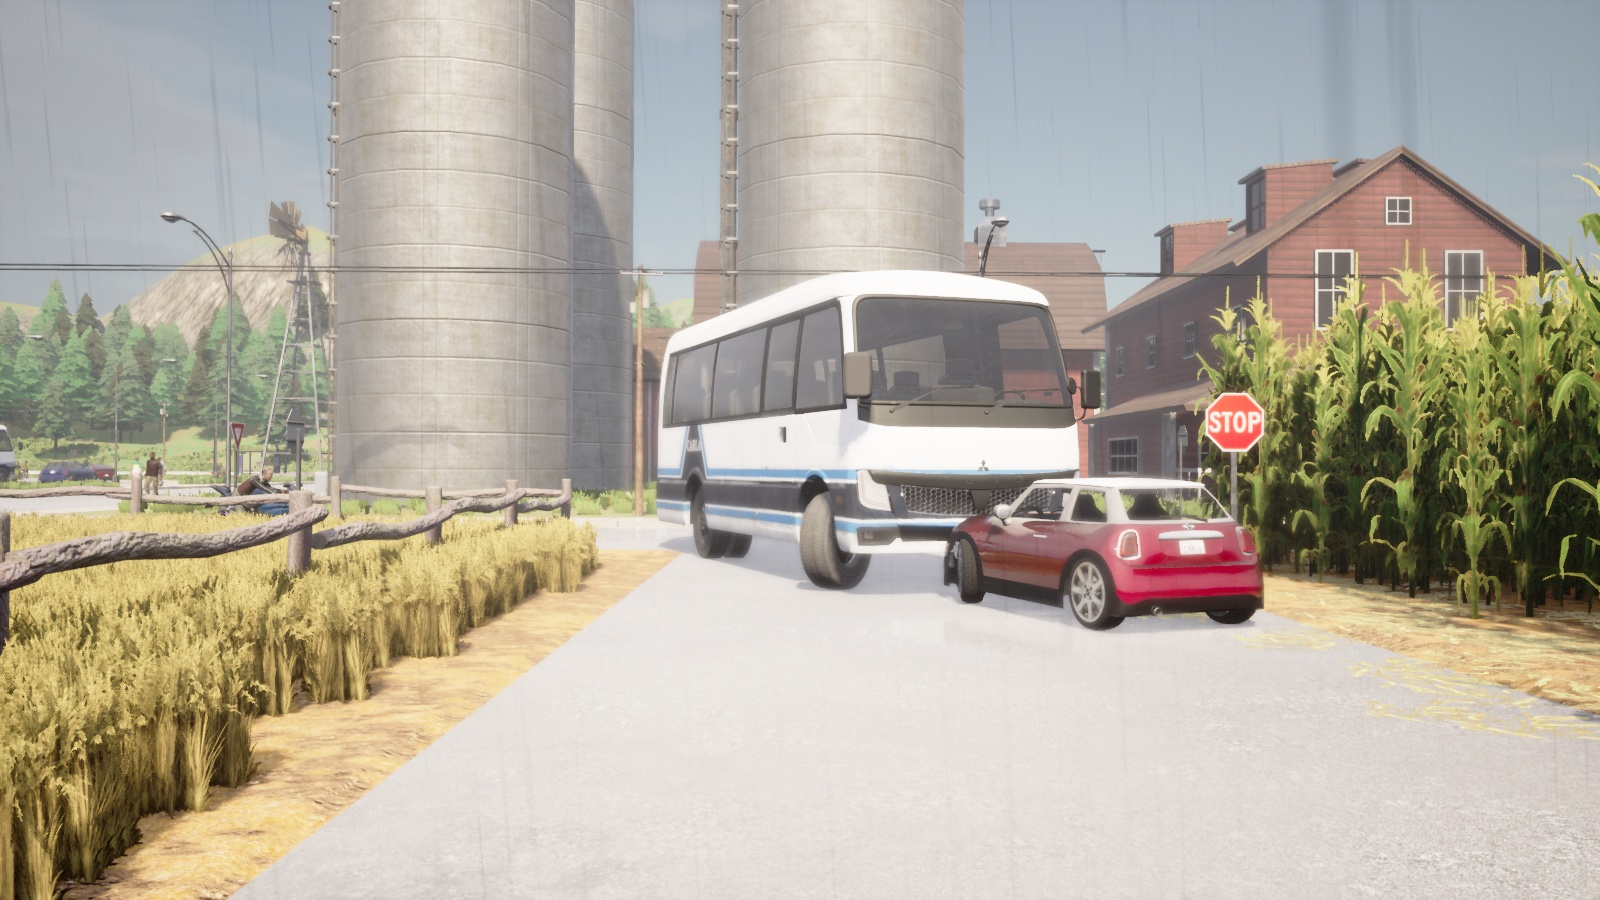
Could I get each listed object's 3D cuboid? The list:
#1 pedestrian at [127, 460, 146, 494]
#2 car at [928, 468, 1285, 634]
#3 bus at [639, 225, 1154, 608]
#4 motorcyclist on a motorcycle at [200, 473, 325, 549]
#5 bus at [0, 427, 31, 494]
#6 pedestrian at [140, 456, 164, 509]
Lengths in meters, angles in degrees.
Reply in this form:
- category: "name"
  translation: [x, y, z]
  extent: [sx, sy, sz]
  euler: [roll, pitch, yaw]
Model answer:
- category: "pedestrian"
  translation: [-39.258, 1.588, 74.322]
  extent: [0.659, 1.952, 0.873]
  euler: [0, -1, -2]
- category: "car"
  translation: [3.151, 0.966, 13.745]
  extent: [1.970, 1.475, 3.806]
  euler: [0, 0, -21]
- category: "bus"
  translation: [0.646, -0.301, 19.436]
  extent: [3.944, 4.253, 10.273]
  euler: [0, -1, -21]
- category: "motorcyclist on a motorcycle"
  translation: [-11.014, 1.241, 25.760]
  extent: [2.191, 1.530, 0.866]
  euler: [0, -1, 0]
- category: "bus"
  translation: [-52.534, 0.649, 77.490]
  extent: [3.944, 4.253, 10.273]
  euler: [0, 0, -1]
- category: "pedestrian"
  translation: [-22.590, 1.135, 43.780]
  extent: [0.431, 1.840, 0.703]
  euler: [0, -1, 3]
